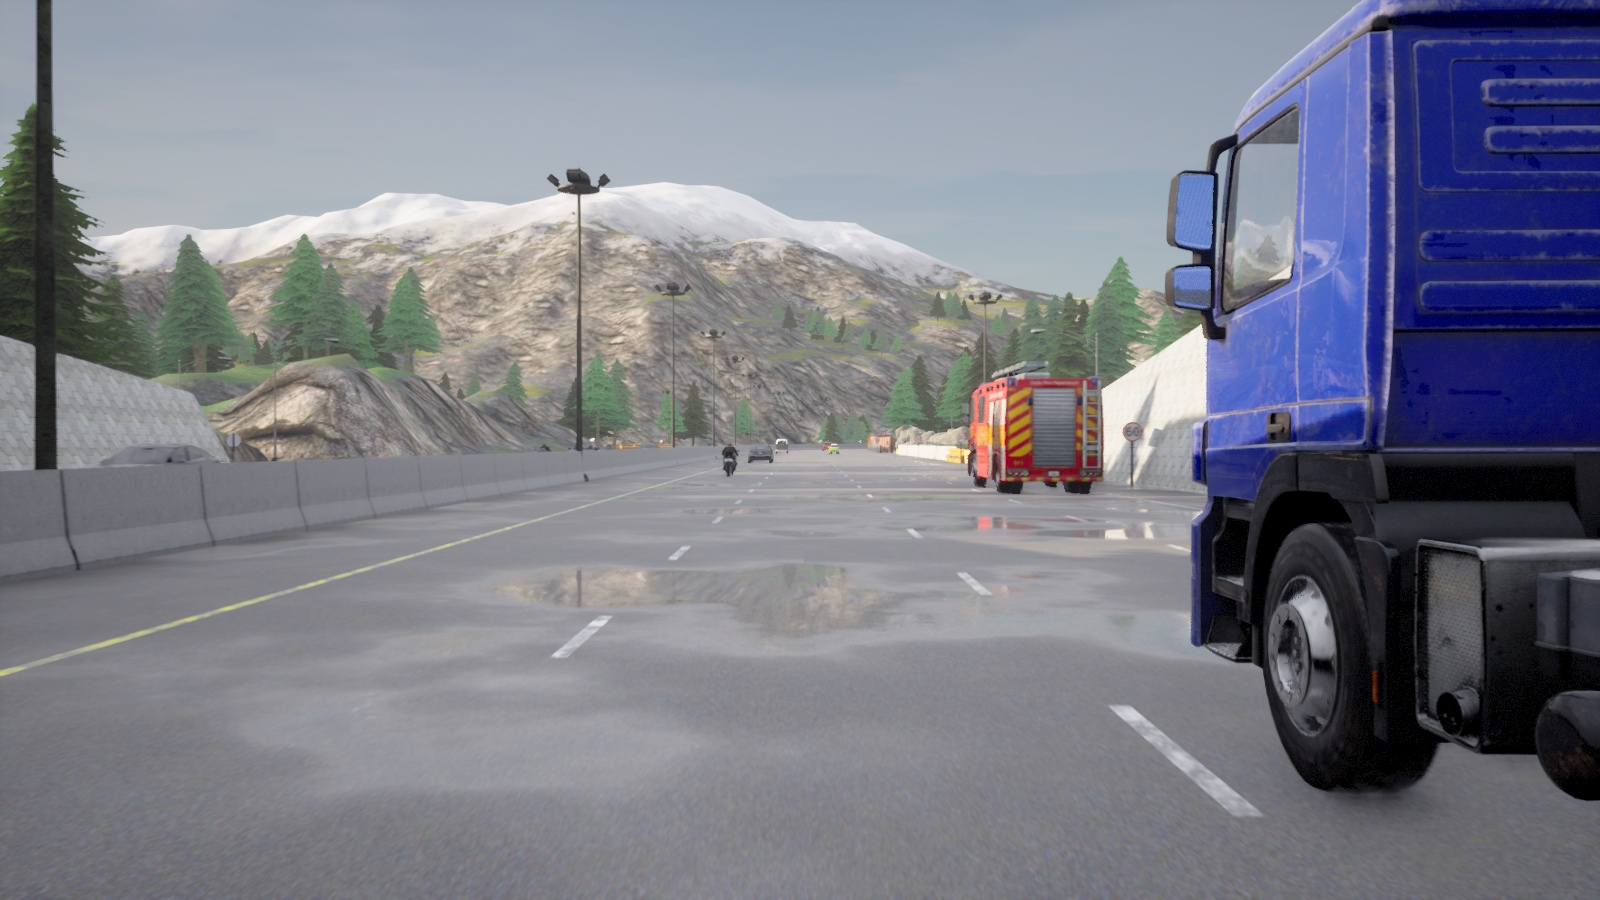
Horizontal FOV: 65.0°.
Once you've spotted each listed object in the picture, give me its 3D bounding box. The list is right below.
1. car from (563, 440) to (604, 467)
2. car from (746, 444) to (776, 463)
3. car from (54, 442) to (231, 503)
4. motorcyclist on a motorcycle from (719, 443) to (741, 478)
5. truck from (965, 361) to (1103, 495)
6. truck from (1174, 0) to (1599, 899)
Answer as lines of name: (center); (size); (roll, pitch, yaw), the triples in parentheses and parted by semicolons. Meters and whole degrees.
car: (-13.538, 0.191, 78.579); (1.851, 1.617, 3.988); (0, 0, 0)
car: (-2.942, 0.253, 95.431); (2.033, 1.411, 5.357); (0, 0, 0)
car: (-17.295, 0.544, 33.359); (2.163, 1.488, 4.792); (0, 0, 0)
motorcyclist on a motorcycle: (-3.161, 0.458, 56.920); (0.866, 1.530, 2.191); (0, 0, 0)
truck: (7.245, -0.639, 40.117); (2.891, 3.827, 8.468); (0, 0, 0)
truck: (3.534, -0.250, 3.100); (2.891, 3.462, 7.936); (0, 0, 0)
